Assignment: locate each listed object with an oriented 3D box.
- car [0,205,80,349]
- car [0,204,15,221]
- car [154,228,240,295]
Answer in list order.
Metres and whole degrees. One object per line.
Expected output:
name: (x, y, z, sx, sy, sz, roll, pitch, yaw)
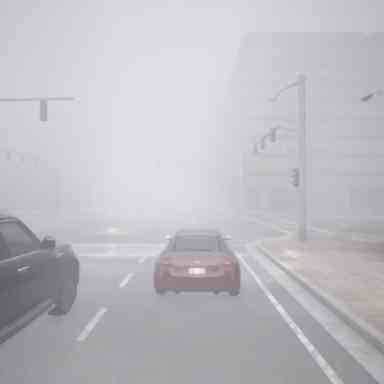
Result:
car: (-3.397, 1.276, 4.536, 2.150, 2.045, 5.566, 0, 0, 0)
car: (-19.138, 1.844, 30.355, 4.892, 1.490, 1.837, 0, -1, 0)
car: (0.165, 1.667, 9.072, 1.994, 1.385, 4.181, 0, -1, 2)
